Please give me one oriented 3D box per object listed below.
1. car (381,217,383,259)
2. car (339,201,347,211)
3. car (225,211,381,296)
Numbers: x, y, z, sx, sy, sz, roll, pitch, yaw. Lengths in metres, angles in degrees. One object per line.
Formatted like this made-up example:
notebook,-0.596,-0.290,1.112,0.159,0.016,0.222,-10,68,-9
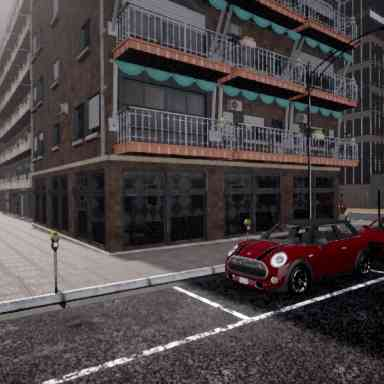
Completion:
car,7.264,1.543,11.743,4.507,1.381,1.887,0,-1,-35
car,16.533,1.746,40.629,1.967,1.590,4.097,-2,0,-36
car,2.764,1.439,8.538,4.097,1.590,1.967,0,-1,-35
